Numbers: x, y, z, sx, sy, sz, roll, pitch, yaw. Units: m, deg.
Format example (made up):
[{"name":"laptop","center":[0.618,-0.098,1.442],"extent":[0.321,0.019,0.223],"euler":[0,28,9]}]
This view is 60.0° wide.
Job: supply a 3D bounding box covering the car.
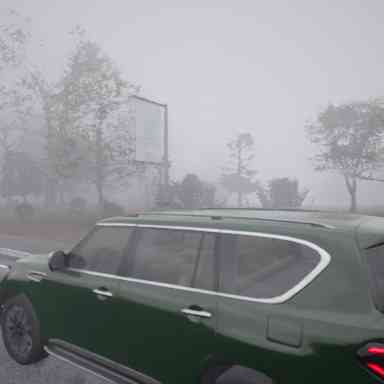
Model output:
[{"name":"car","center":[-0.210,1.222,4.141],"extent":[5.566,2.045,2.150],"euler":[0,0,36]}]
